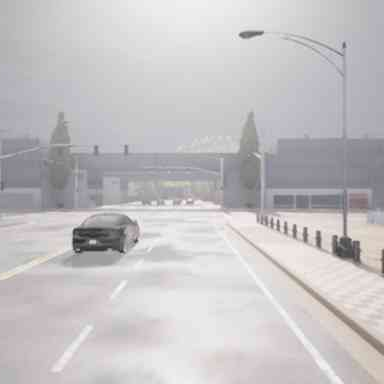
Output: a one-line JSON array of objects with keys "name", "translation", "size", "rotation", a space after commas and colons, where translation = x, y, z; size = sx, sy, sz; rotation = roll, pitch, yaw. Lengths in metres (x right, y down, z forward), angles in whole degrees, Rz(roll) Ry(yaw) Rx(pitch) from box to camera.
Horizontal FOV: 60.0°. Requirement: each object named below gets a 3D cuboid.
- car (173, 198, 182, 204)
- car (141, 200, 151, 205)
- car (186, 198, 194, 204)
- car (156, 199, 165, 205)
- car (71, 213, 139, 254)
[{"name": "car", "translation": [-4.027, 2.480, 86.438], "size": [2.033, 1.411, 5.357], "rotation": [0, -1, 0]}, {"name": "car", "translation": [-11.064, 2.469, 80.224], "size": [1.895, 1.301, 4.718], "rotation": [0, -1, 0]}, {"name": "car", "translation": [-0.522, 2.501, 87.124], "size": [1.994, 1.385, 4.181], "rotation": [0, -1, 0]}, {"name": "car", "translation": [-7.564, 2.400, 80.233], "size": [2.128, 1.511, 4.902], "rotation": [0, -1, 0]}, {"name": "car", "translation": [-3.487, 1.634, 14.223], "size": [1.882, 1.535, 5.008], "rotation": [0, 0, 0]}]
